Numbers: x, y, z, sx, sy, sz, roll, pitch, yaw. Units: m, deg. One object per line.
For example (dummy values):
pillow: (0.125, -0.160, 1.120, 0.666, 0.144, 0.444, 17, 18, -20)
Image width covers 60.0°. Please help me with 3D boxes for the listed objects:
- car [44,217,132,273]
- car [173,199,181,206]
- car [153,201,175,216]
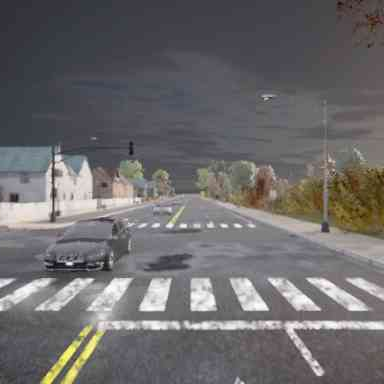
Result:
car: (-3.256, 1.673, 11.271, 1.837, 1.490, 4.892, 0, 0, 0)
car: (-3.287, 2.225, 69.998, 1.895, 1.301, 4.718, 0, 0, 0)
car: (-3.271, 1.965, 37.295, 1.895, 1.301, 4.718, 0, 0, 0)
